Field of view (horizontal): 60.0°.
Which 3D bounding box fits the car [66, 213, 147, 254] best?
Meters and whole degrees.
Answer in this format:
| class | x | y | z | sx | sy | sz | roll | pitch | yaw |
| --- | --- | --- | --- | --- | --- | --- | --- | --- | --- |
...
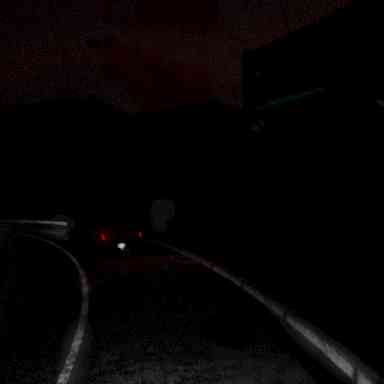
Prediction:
| class | x | y | z | sx | sy | sz | roll | pitch | yaw |
| --- | --- | --- | --- | --- | --- | --- | --- | --- | --- |
| car | -3.594 | 1.502 | 13.222 | 1.895 | 1.301 | 4.718 | -1 | 1 | -33 |
